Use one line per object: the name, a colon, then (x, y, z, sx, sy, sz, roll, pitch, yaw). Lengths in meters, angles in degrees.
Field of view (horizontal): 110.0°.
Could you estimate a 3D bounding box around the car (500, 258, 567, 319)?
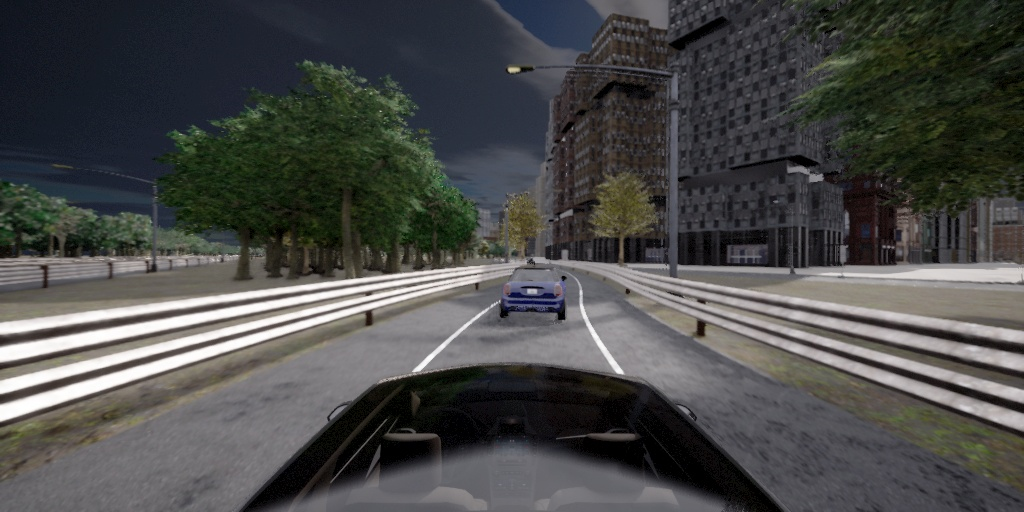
car: (0.916, 1.106, 13.085, 2.097, 1.767, 4.553, 1, 0, 8)
